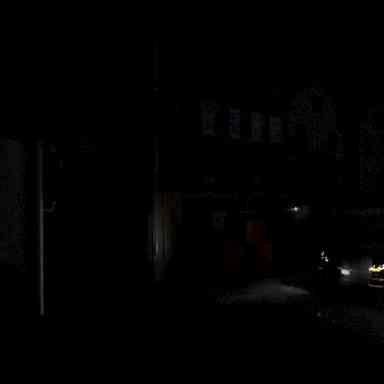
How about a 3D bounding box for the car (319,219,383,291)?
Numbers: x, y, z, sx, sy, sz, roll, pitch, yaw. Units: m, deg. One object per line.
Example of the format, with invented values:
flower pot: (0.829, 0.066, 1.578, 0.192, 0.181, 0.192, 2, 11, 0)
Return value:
car: (5.220, 1.469, 8.564, 4.892, 1.490, 1.837, 0, 0, -37)
